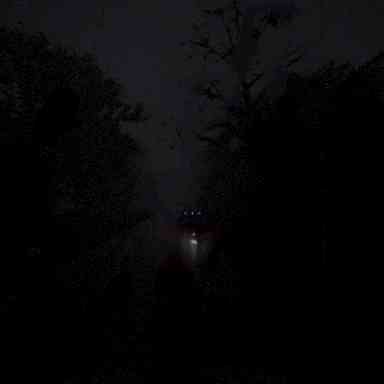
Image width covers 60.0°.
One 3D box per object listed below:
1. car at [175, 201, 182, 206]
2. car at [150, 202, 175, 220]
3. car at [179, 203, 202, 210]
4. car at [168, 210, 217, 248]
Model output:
[{"bbox_3d":[-3.144,2.605,73.967,1.895,1.301,4.718,0,-2,-1],"label":"car"},{"bbox_3d":[-2.928,1.854,31.922,1.812,1.442,4.674,0,-1,0],"label":"car"},{"bbox_3d":[0.025,1.920,31.050,1.895,1.301,4.718,0,-1,0],"label":"car"},{"bbox_3d":[0.075,1.762,15.642,1.895,1.301,4.718,0,-1,0],"label":"car"}]
